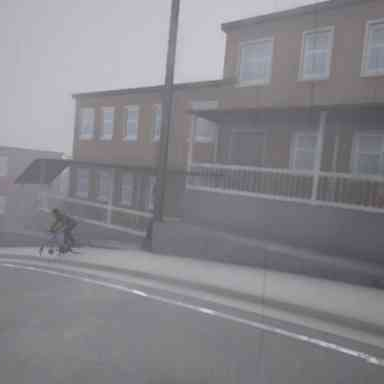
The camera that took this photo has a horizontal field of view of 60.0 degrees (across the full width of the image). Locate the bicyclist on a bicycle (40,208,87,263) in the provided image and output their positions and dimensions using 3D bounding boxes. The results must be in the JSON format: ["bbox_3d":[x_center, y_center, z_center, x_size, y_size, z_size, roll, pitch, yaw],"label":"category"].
[{"bbox_3d":[-4.053,1.309,10.468,0.582,1.620,1.656,-3,5,37],"label":"bicyclist on a bicycle"}]
